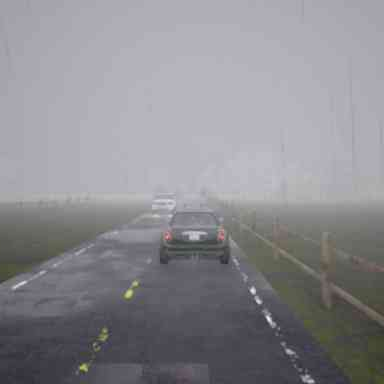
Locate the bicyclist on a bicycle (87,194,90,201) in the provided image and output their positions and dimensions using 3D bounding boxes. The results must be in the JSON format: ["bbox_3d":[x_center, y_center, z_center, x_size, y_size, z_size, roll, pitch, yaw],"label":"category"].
[{"bbox_3d":[-22.498,1.256,72.441,0.582,1.620,1.656,0,0,0],"label":"bicyclist on a bicycle"}]

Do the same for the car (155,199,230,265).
[{"bbox_3d":[0.083,1.314,11.673,2.097,1.767,4.553,0,0,0],"label":"car"}]

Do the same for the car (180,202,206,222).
[{"bbox_3d":[0.086,1.510,26.691,1.895,1.301,4.718,0,0,0],"label":"car"}]

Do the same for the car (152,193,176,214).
[{"bbox_3d":[-2.844,1.103,34.560,2.150,2.045,5.566,0,0,0],"label":"car"}]
